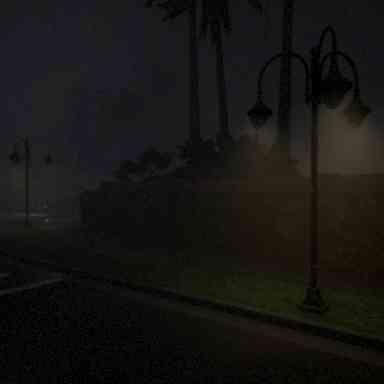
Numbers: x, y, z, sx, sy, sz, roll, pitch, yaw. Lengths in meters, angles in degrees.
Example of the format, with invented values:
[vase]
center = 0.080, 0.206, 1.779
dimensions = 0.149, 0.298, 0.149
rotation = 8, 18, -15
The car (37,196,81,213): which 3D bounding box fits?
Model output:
[car]
center = -12.141, 1.176, 31.606
dimensions = 1.837, 1.490, 4.892
rotation = 0, 1, 36
